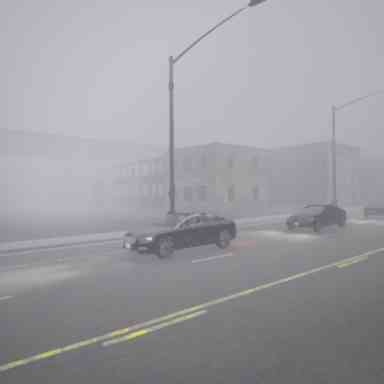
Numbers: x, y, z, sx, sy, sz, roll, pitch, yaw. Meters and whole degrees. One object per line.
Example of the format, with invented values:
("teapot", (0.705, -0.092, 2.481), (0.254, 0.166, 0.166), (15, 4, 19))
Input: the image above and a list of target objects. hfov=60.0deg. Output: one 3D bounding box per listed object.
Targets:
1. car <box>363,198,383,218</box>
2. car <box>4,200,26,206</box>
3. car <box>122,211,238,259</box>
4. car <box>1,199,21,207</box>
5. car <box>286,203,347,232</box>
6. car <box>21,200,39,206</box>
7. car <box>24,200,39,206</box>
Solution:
("car", (15.296, 1.170, 26.186), (5.008, 1.535, 1.882), (-1, 0, -40))
("car", (-41.085, 2.502, 77.074), (4.536, 1.218, 1.853), (-1, -1, 20))
("car", (-0.323, 1.546, 13.009), (4.902, 1.511, 2.128), (-1, 0, -40))
("car", (-41.035, 2.659, 77.055), (4.974, 1.542, 2.038), (-1, -1, 20))
("car", (7.436, 1.414, 19.558), (4.674, 1.442, 1.812), (-1, 0, -40))
("car", (-37.323, 2.626, 77.431), (2.038, 1.542, 4.974), (0, -1, -10))
("car", (-37.334, 2.469, 77.484), (1.853, 1.218, 4.536), (0, -1, -10))
